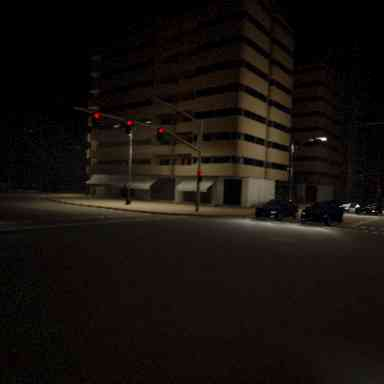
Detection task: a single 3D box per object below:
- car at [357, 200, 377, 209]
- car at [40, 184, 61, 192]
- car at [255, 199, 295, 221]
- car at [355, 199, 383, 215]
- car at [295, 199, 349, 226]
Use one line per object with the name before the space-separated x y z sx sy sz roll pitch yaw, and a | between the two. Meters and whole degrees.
car | 27.718 1.905 52.741 1.895 1.301 4.718 3 1 39
car | -30.859 -0.999 72.524 2.097 1.767 4.553 3 1 23
car | 6.762 1.353 26.232 1.882 1.535 5.008 3 1 38
car | 19.712 1.575 37.005 2.097 1.767 4.553 3 1 38
car | 9.491 1.493 24.045 1.882 1.535 5.008 3 1 38
